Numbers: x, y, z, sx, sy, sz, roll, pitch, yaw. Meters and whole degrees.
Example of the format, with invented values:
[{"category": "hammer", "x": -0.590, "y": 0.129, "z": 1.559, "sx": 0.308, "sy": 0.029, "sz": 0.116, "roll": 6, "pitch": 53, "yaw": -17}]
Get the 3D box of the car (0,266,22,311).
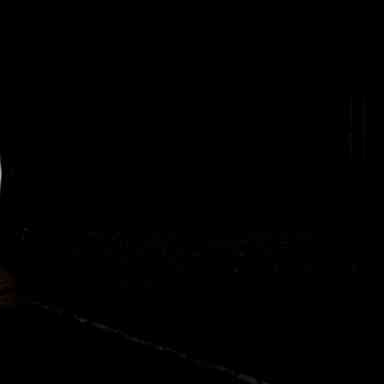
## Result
[{"category": "car", "x": -5.180, "y": 1.540, "z": 6.534, "sx": 4.829, "sy": 1.417, "sz": 1.752, "roll": 0, "pitch": 0, "yaw": 37}]
